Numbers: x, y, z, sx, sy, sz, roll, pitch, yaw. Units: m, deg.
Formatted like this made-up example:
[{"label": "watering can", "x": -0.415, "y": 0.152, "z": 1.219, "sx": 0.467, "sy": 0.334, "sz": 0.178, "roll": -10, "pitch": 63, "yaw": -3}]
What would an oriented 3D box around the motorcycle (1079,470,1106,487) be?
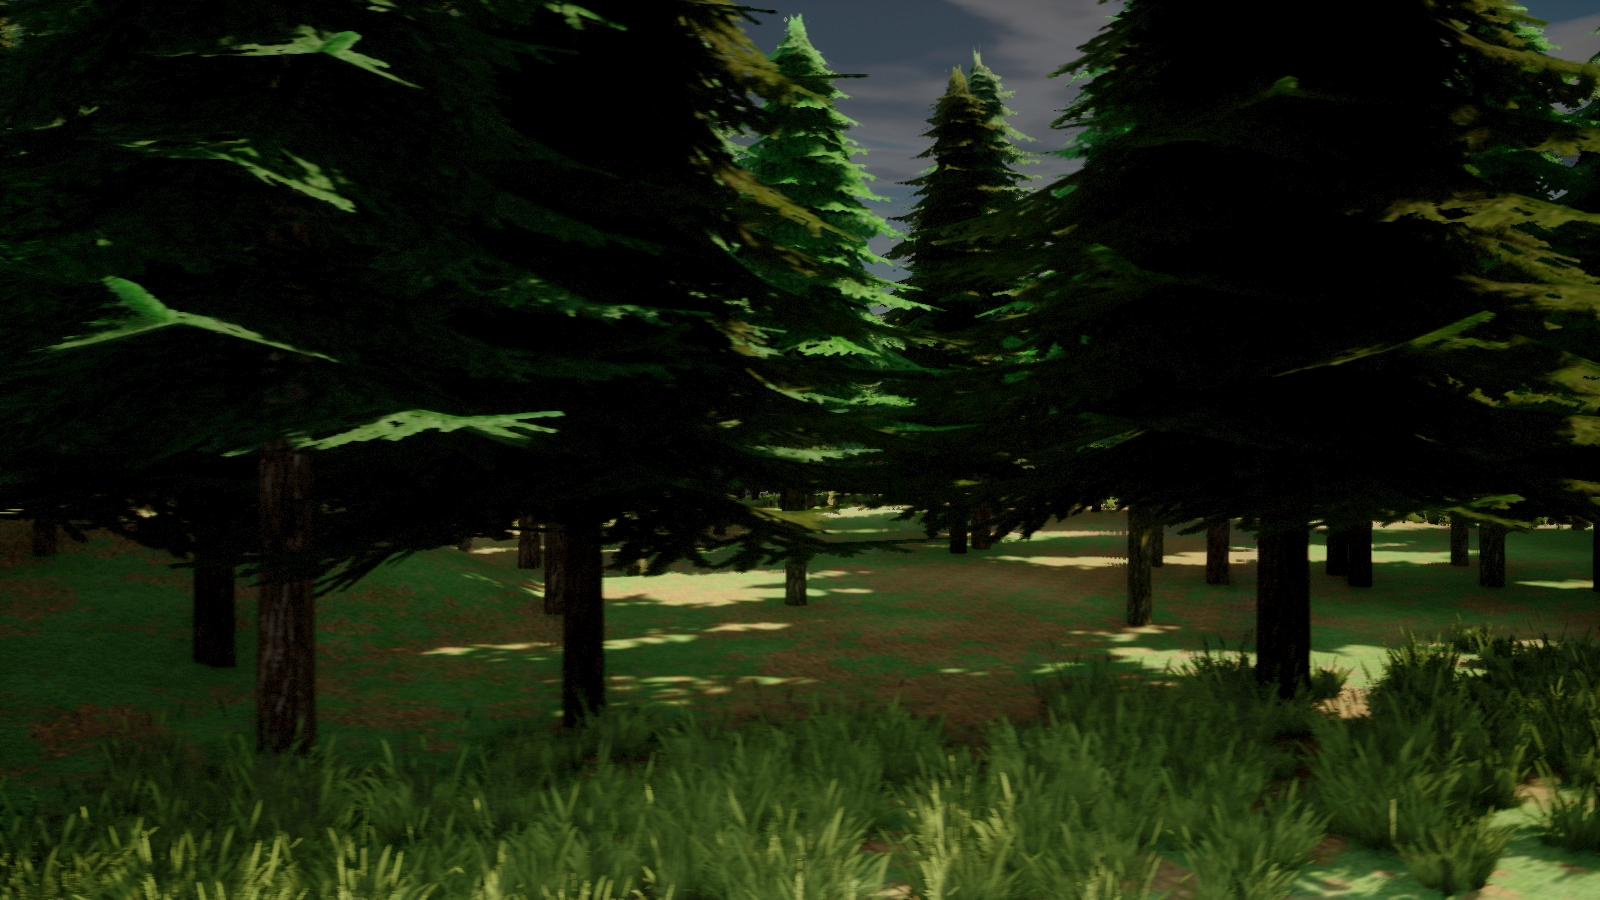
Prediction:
[{"label": "motorcycle", "x": 22.607, "y": 2.217, "z": 88.284, "sx": 0.867, "sy": 1.251, "sz": 2.209, "roll": 0, "pitch": 0, "yaw": -22}]
